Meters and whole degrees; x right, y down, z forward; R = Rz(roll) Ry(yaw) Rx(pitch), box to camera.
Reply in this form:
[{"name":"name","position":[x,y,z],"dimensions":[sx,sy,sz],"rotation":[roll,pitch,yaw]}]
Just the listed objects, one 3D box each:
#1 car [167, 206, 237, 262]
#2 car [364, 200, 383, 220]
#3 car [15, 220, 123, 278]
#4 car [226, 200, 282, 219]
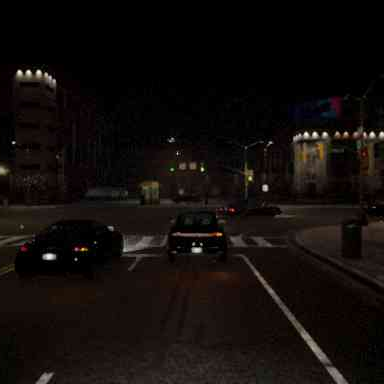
[{"name":"car","position":[0.204,1.421,11.851],"dimensions":[2.128,1.511,4.902],"rotation":[0,0,2]},{"name":"car","position":[15.710,1.341,25.238],"dimensions":[4.902,1.511,2.128],"rotation":[0,0,1]},{"name":"car","position":[-3.385,1.504,9.949],"dimensions":[1.994,1.385,4.181],"rotation":[0,0,1]},{"name":"car","position":[4.835,1.386,27.202],"dimensions":[5.357,1.411,2.033],"rotation":[0,0,-30]}]
